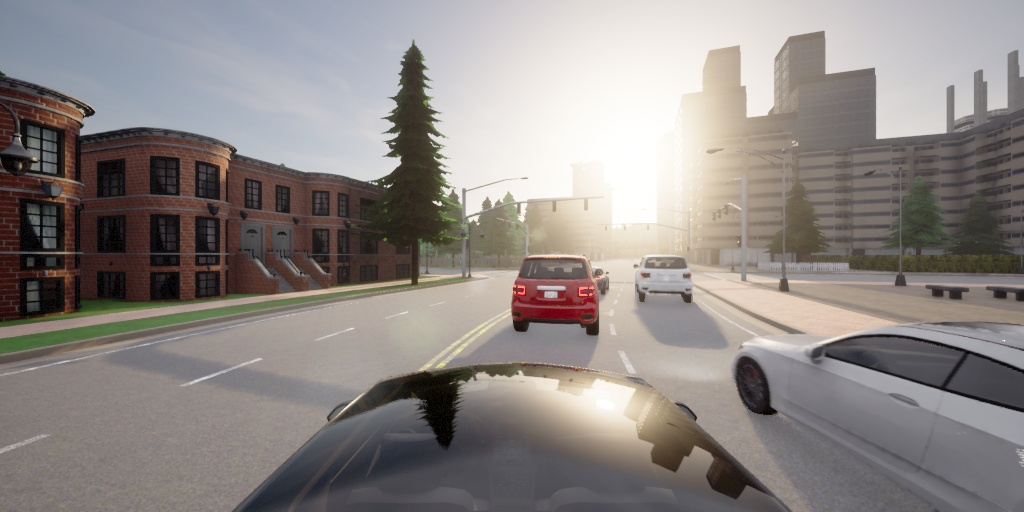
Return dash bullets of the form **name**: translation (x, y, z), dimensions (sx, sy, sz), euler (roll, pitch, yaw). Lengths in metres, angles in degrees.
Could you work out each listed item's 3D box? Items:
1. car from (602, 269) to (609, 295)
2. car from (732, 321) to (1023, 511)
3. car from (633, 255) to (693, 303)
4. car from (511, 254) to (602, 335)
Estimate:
- **car**: translation (4.359, 1.276, 19.960), dimensions (1.812, 1.442, 4.674), euler (0, 0, 19)
- **car**: translation (3.864, 1.275, 2.970), dimensions (1.812, 1.442, 4.674), euler (0, 0, 2)
- **car**: translation (7.103, 0.971, 17.140), dimensions (2.150, 2.045, 5.566), euler (0, 0, 18)
- **car**: translation (1.491, 0.971, 10.765), dimensions (2.150, 2.045, 5.566), euler (0, 0, 13)
